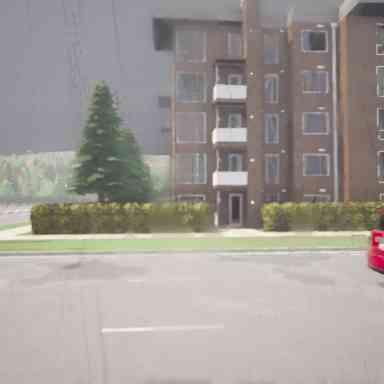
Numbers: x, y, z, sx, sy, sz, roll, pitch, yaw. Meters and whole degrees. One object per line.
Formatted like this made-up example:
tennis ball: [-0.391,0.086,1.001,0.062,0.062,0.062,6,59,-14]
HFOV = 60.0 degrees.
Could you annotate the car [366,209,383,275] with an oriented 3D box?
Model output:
car: [7.201,1.369,8.051,5.566,2.045,2.150,0,-1,-4]
